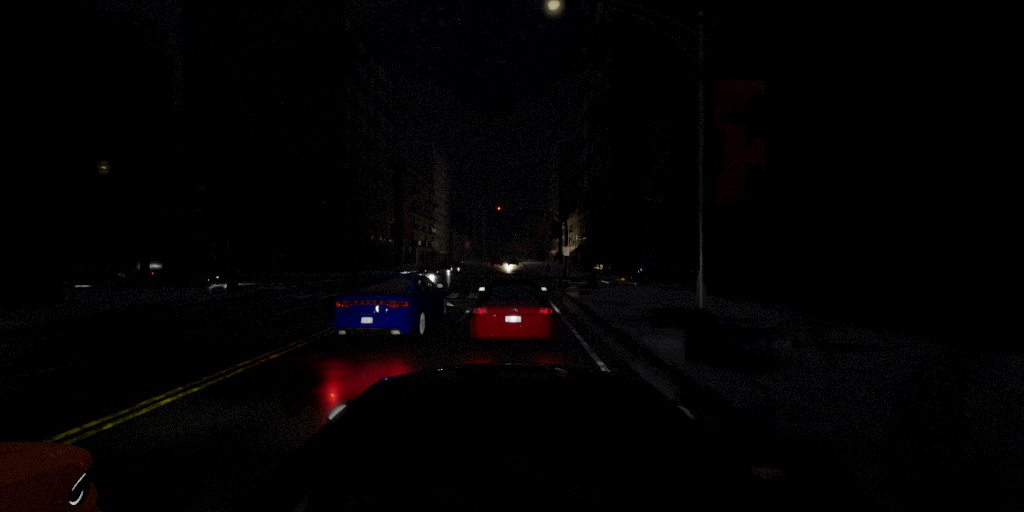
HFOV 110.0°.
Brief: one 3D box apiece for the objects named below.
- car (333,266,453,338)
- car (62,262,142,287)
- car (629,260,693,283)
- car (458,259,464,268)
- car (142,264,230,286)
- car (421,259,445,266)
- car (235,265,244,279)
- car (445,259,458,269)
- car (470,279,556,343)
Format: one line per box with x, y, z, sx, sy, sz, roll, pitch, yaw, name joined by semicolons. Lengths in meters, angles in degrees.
-3.122;1.226;10.176;1.882;1.535;5.008;0;0;0;car
-25.350;1.167;22.500;4.097;1.591;1.967;0;0;0;car
11.631;1.133;28.060;4.553;1.767;2.097;0;0;2;car
-9.617;1.274;63.116;2.033;1.411;5.357;0;0;1;car
-22.523;1.301;25.018;4.181;1.385;1.994;0;0;1;car
-9.717;1.338;42.526;1.895;1.301;4.718;0;0;0;car
-25.283;1.322;30.525;4.313;1.339;1.948;0;0;0;car
-9.680;1.237;52.786;1.837;1.490;4.892;0;0;0;car
0.029;1.312;9.648;1.994;1.385;4.181;0;0;0;car
